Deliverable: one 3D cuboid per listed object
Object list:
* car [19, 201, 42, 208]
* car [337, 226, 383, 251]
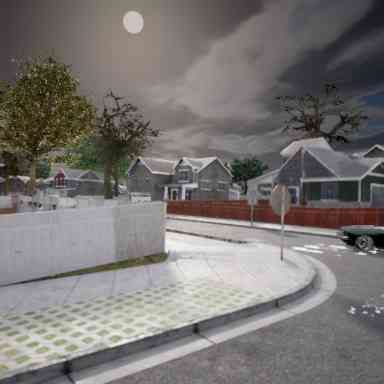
[{"bbox_3d":[-21.889,1.391,45.002,1.812,1.442,4.674,3,-2,-43],"label":"car"},{"bbox_3d":[8.260,1.656,12.955,4.718,1.301,1.895,-1,-2,17],"label":"car"}]
